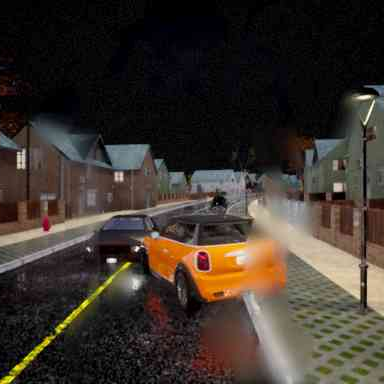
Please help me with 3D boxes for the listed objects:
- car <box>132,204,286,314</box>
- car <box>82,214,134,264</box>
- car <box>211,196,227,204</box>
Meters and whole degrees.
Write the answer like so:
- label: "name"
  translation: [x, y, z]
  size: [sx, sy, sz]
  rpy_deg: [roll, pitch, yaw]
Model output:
- label: "car"
  translation: [0.161, 1.307, 8.018]
  size: [2.097, 1.767, 4.553]
  rpy_deg: [-2, -1, -22]
- label: "car"
  translation: [-2.259, 1.529, 12.007]
  size: [2.033, 1.411, 5.357]
  rpy_deg: [0, 0, 0]
- label: "car"
  translation: [3.593, 1.279, 43.980]
  size: [1.812, 1.442, 4.674]
  rpy_deg: [0, 1, 11]
